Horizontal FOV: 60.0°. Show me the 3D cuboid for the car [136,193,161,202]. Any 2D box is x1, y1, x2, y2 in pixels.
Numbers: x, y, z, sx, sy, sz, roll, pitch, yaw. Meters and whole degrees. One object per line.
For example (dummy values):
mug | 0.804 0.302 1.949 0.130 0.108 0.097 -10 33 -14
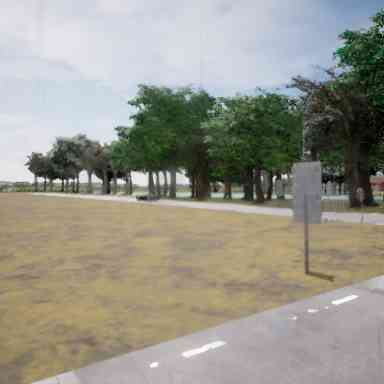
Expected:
car | -6.602 0.839 50.318 1.895 1.301 4.718 -2 2 -35
